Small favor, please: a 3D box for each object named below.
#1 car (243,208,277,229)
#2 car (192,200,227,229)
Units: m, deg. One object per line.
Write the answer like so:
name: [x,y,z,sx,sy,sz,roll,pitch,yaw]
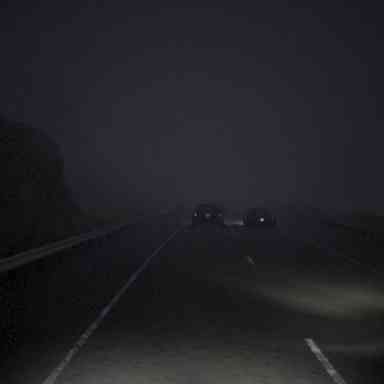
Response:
car: [4.702,1.781,23.483,1.994,1.385,4.181,0,-1,5]
car: [1.203,1.567,23.571,2.097,1.767,4.553,0,-1,5]
